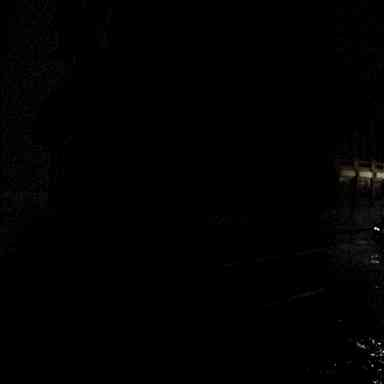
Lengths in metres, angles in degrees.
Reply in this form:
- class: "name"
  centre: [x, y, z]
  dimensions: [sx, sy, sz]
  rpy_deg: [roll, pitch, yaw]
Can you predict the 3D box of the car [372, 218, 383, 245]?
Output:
- class: "car"
  centre: [9.875, 1.550, 14.720]
  dimensions: [4.902, 1.511, 2.128]
  rpy_deg: [0, 0, -36]
